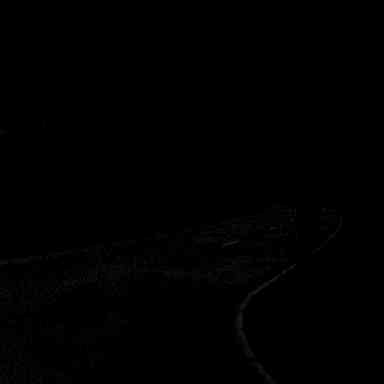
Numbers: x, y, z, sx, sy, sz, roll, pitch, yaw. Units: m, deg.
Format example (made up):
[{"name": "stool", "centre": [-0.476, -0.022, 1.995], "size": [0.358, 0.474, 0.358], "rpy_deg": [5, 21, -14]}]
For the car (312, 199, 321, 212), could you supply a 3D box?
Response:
[{"name": "car", "centre": [15.565, 1.632, 43.473], "size": [2.097, 1.767, 4.553], "rpy_deg": [0, -1, 16]}]
